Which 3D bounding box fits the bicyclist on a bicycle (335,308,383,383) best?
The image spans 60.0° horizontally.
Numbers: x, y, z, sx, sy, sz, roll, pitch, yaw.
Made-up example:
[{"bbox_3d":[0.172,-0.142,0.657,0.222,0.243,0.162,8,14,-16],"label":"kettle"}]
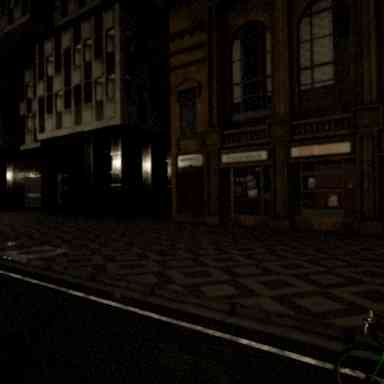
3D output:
[{"bbox_3d":[2.197,1.453,3.094,1.656,1.620,0.582,0,0,35],"label":"bicyclist on a bicycle"}]
